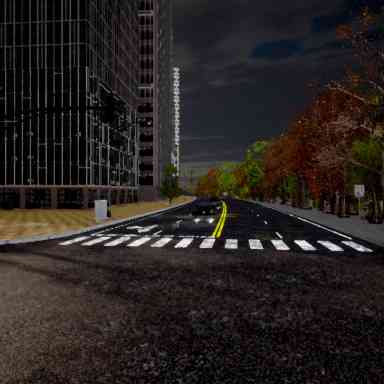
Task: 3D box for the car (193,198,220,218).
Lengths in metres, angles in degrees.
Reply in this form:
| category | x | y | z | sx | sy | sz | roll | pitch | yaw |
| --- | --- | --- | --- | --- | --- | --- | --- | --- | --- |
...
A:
| category | x | y | z | sx | sy | sz | roll | pitch | yaw |
| --- | --- | --- | --- | --- | --- | --- | --- | --- | --- |
| car | 1.238 | 1.574 | 30.547 | 1.994 | 1.385 | 4.181 | 0 | 0 | 7 |

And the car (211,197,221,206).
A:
| category | x | y | z | sx | sy | sz | roll | pitch | yaw |
| --- | --- | --- | --- | --- | --- | --- | --- | --- | --- |
| car | 3.530 | 1.528 | 52.351 | 1.812 | 1.442 | 4.674 | 0 | 0 | 5 |
